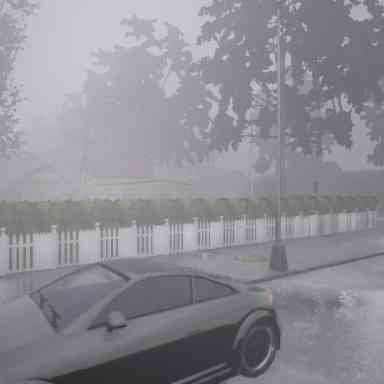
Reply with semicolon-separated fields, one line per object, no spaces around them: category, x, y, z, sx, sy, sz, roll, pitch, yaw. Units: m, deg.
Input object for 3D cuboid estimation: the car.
car;-0.867;1.564;3.986;4.181;1.385;1.994;0;0;-35
